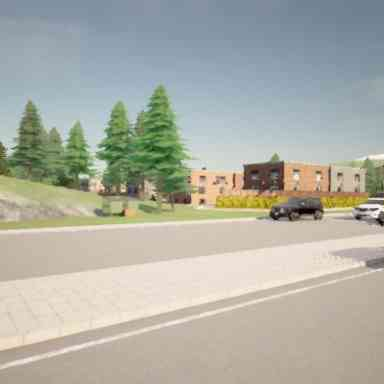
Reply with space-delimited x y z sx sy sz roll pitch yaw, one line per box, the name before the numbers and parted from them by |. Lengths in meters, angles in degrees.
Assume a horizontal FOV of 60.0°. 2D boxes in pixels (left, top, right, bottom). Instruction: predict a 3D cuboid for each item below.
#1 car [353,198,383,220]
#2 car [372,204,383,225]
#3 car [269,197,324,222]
car | 16.891 1.535 30.073 5.566 2.045 2.150 1 -1 -35
car | 15.813 1.837 25.040 4.181 1.385 1.994 1 0 -35
car | 9.208 1.460 28.947 5.566 2.045 2.150 1 0 -35
